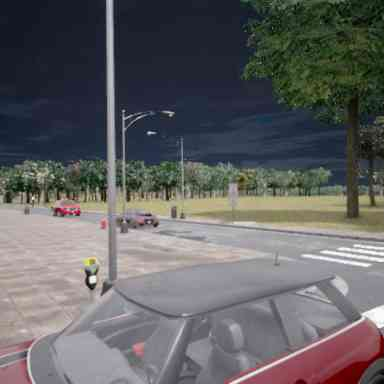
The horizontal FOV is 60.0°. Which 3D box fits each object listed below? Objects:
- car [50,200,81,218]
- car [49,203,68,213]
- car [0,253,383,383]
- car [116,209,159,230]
[{"bbox_3d":[-15.546,2.050,41.221,2.150,2.045,5.566,-1,-1,-35],"label":"car"},{"bbox_3d":[-22.405,2.611,55.860,1.837,1.490,4.892,-1,-1,-36],"label":"car"},{"bbox_3d":[-0.182,1.439,2.694,4.097,1.590,1.967,0,-1,-36],"label":"car"},{"bbox_3d":[-4.186,2.001,25.223,1.994,1.385,4.181,-1,-1,-35],"label":"car"}]
